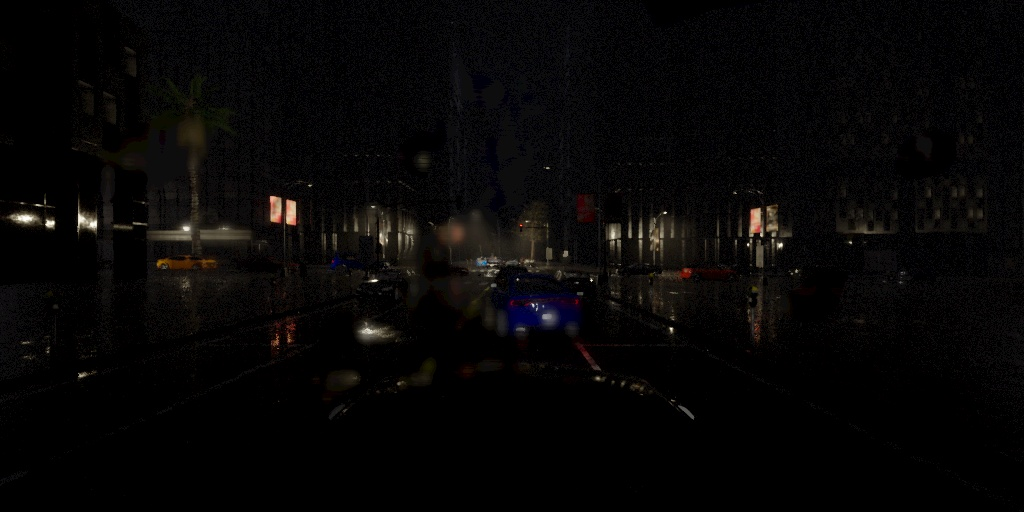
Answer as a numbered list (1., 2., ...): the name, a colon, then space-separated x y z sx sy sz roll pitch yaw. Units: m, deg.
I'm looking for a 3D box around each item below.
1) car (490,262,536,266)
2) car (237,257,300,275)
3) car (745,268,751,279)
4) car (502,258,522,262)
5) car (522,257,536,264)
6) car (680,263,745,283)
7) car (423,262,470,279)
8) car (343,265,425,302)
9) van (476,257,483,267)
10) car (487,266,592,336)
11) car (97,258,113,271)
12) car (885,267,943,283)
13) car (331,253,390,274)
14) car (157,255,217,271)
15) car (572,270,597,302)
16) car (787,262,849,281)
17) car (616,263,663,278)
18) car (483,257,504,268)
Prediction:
1. car: 0.075 1.257 17.996 1.837 1.490 4.892 0 0 0
2. car: -21.888 0.862 32.343 5.008 1.535 1.882 1 0 0
3. car: 23.181 1.707 38.872 4.902 1.511 2.128 1 0 0
4. car: 0.092 1.367 51.335 1.895 1.301 4.718 0 0 3
5. car: 2.979 1.319 58.970 2.007 1.370 4.403 0 0 1
6. car: 17.721 1.451 32.193 4.553 1.767 2.097 1 0 0
7. car: -6.156 1.253 32.283 4.674 1.442 1.812 1 0 0
8. car: -5.756 1.302 16.794 2.007 1.370 4.403 0 0 0
9. van: -5.494 1.112 64.562 1.690 1.789 3.998 0 0 1
10. car: 0.468 1.228 10.484 1.882 1.535 5.008 0 0 -8
11. car: -39.161 0.565 32.416 5.008 1.535 1.882 1 0 0
12. car: 43.400 1.953 38.754 4.553 1.767 2.097 1 0 1
13. car: -14.920 0.736 35.569 5.566 2.045 2.150 1 0 0
14. car: -32.178 0.690 35.626 5.008 1.535 1.882 1 0 0
15. car: 2.770 1.302 16.787 2.007 1.370 4.403 0 0 0
16. car: 33.103 1.626 38.826 5.566 2.045 2.150 1 0 1
17. car: 13.762 1.531 38.892 4.902 1.511 2.128 1 0 -1
18. car: -2.882 1.259 56.158 2.128 1.511 4.902 0 0 2
